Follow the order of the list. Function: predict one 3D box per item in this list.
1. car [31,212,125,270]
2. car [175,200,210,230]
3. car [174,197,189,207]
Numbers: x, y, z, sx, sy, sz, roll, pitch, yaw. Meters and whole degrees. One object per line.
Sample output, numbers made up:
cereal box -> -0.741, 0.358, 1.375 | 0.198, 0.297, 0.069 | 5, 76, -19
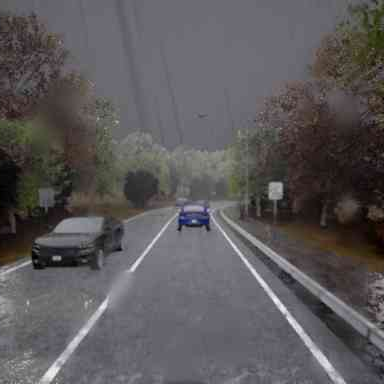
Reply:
car -> -3.576, 1.496, 11.311 | 1.882, 1.535, 5.008 | 0, 0, 0
car -> 0.118, 1.512, 21.295 | 1.882, 1.535, 5.008 | 0, 0, 0
car -> -1.402, 1.572, 50.270 | 1.837, 1.490, 4.892 | 1, 0, 10
